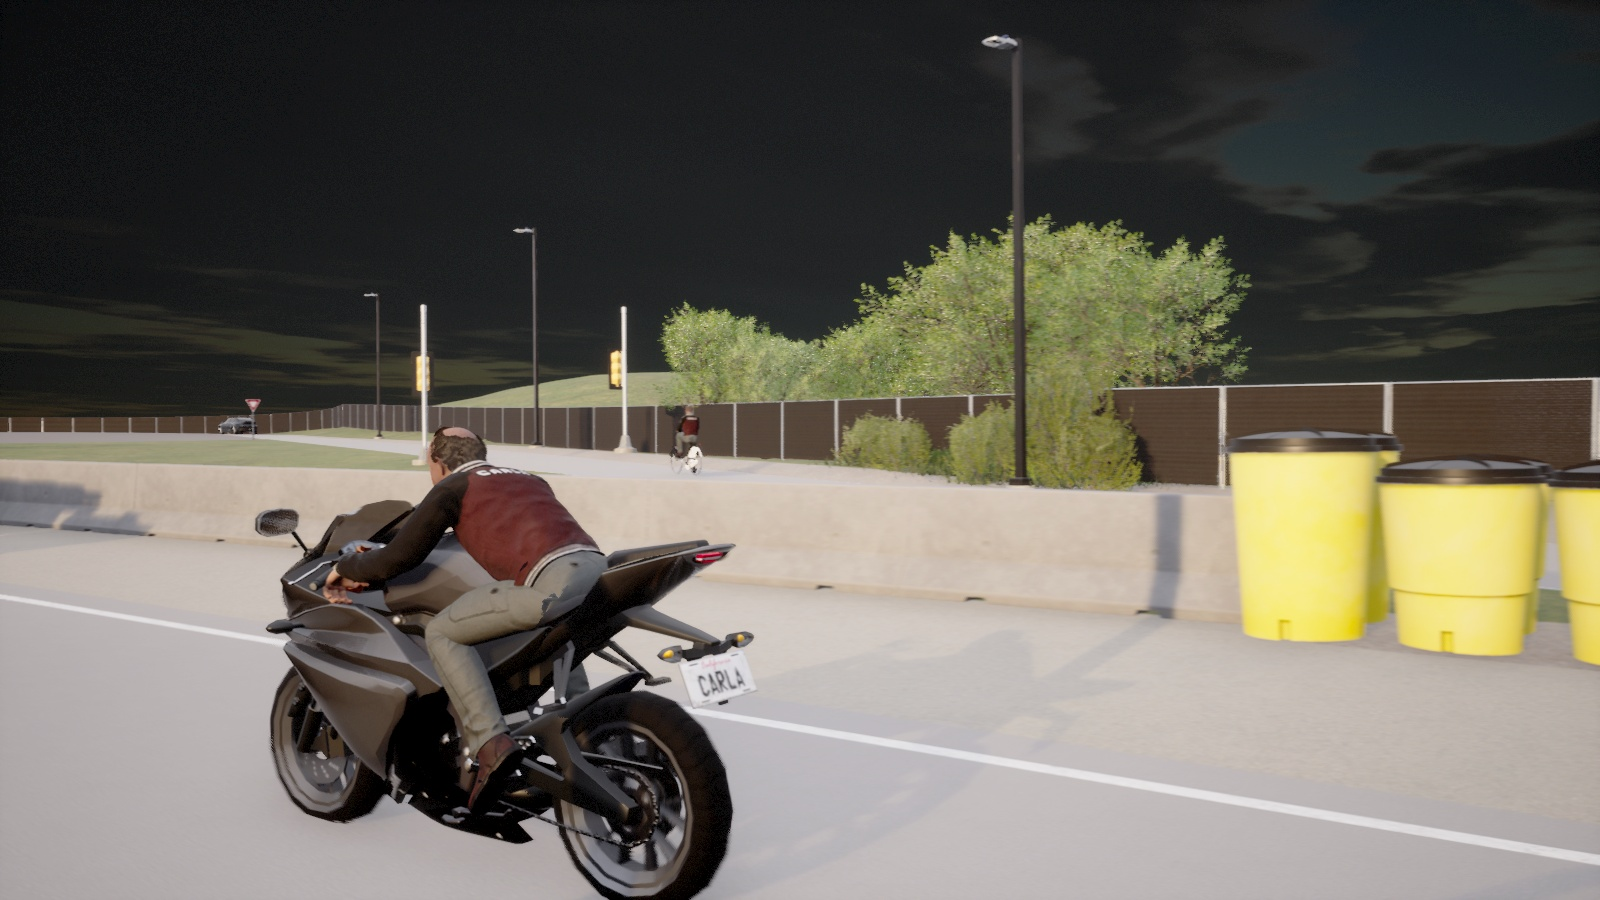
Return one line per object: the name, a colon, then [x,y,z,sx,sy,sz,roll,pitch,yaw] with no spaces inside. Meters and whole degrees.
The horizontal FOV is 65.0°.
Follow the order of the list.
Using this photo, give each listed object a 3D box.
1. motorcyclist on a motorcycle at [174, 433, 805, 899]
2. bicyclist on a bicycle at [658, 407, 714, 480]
motorcyclist on a motorcycle: [-1.143,0.718,4.384,2.191,1.530,0.866,0,1,34]
bicyclist on a bicycle: [-2.854,-0.183,31.289,0.659,1.776,1.843,-2,2,-30]
